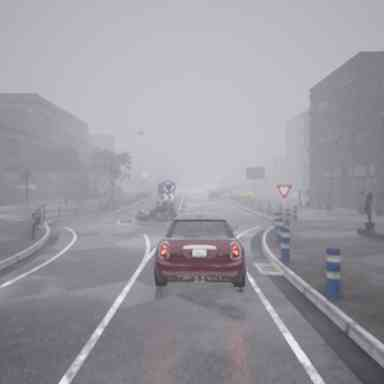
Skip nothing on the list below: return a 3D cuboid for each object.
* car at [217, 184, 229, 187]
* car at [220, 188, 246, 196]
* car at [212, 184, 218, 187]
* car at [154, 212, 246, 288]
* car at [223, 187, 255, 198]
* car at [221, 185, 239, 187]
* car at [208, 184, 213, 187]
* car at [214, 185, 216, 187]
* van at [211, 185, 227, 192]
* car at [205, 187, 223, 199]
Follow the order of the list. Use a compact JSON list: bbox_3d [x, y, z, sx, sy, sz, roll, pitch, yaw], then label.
[{"bbox_3d":[8.117,-0.213,62.956,5.566,2.045,2.435,0,2,-1],"label":"car"},{"bbox_3d":[8.059,-0.061,65.719,5.008,1.535,2.097,0,2,-1],"label":"car"},{"bbox_3d":[7.895,-0.499,79.492,5.008,1.535,2.097,0,2,-1],"label":"car"},{"bbox_3d":[0.250,1.336,9.379,2.097,1.767,4.553,0,0,2],"label":"car"},{"bbox_3d":[8.157,0.286,57.460,4.674,1.452,2.002,0,2,-1],"label":"car"},{"bbox_3d":[8.089,0.015,60.207,4.553,1.767,2.185,0,2,-1],"label":"car"},{"bbox_3d":[7.761,-0.971,87.753,5.566,2.045,2.435,0,1,-1],"label":"car"},{"bbox_3d":[7.962,-0.334,73.983,4.892,1.521,2.231,0,2,-1],"label":"car"},{"bbox_3d":[7.607,-1.074,93.262,4.442,1.987,1.878,0,1,-1],"label":"van"},{"bbox_3d":[3.637,0.348,55.429,1.837,1.490,4.892,0,2,-1],"label":"car"}]
